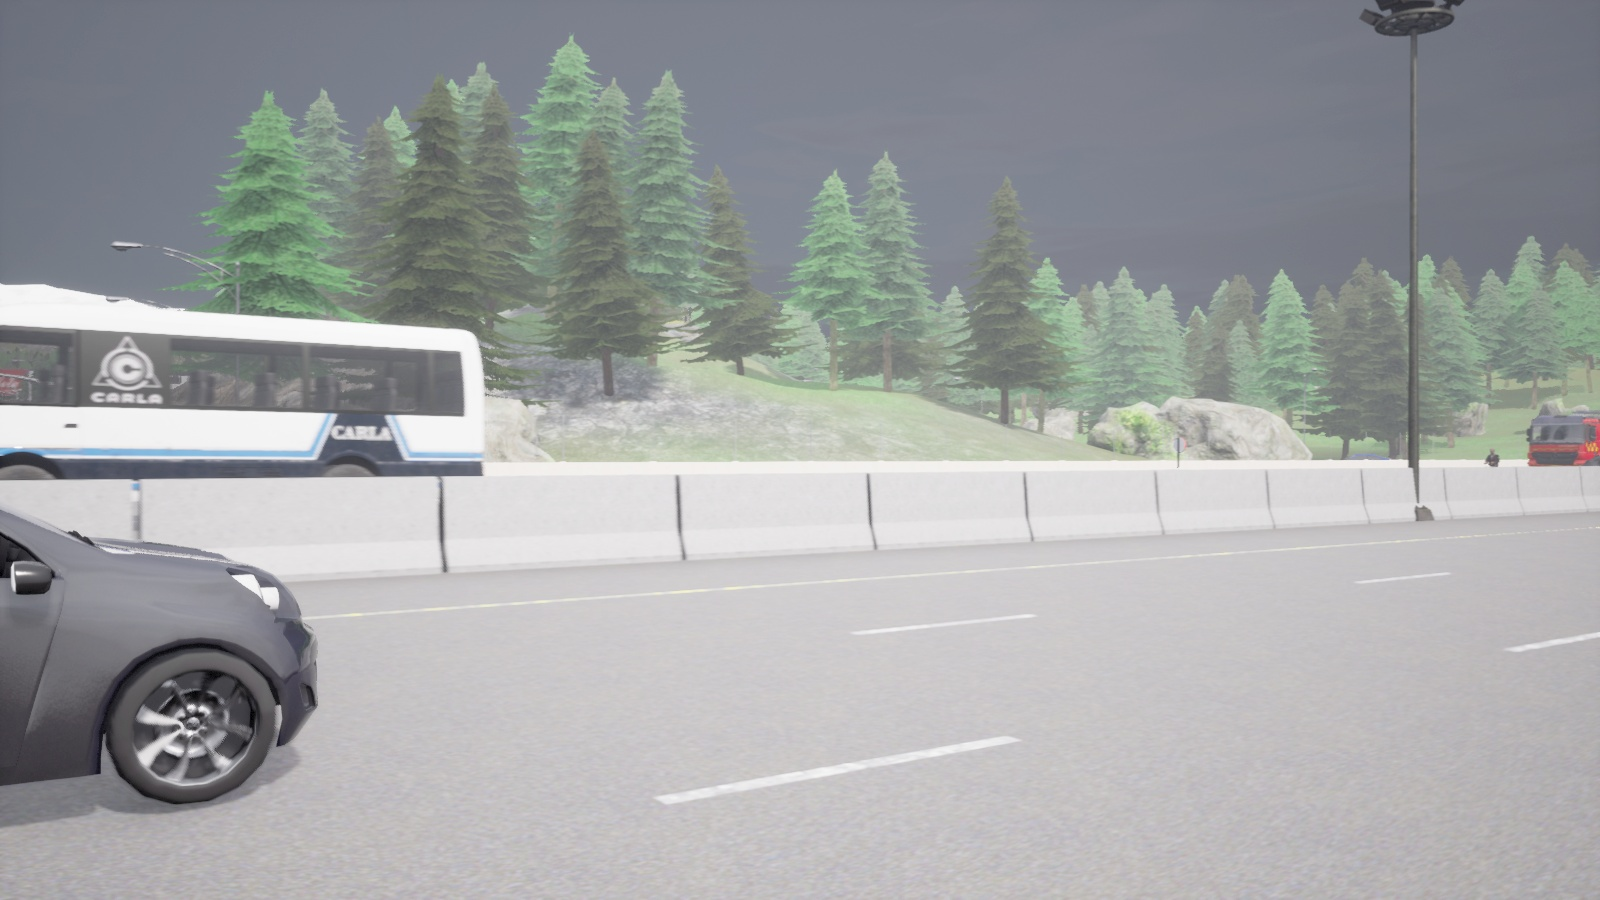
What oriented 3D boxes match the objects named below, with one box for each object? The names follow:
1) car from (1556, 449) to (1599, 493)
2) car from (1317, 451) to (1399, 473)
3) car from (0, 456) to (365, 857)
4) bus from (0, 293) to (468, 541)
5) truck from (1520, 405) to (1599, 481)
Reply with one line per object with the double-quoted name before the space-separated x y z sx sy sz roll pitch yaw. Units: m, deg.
"car" 29.578 0.740 45.568 4.514 1.525 2.007 0 0 -35
"car" 39.355 0.856 88.651 5.008 1.535 1.882 0 0 14
"car" -3.917 0.780 5.196 3.633 1.501 1.845 0 0 -35
"bus" -12.307 -0.544 24.948 10.273 4.253 3.944 0 0 -35
"truck" 42.065 -0.345 67.058 8.468 3.827 2.891 0 0 -35
